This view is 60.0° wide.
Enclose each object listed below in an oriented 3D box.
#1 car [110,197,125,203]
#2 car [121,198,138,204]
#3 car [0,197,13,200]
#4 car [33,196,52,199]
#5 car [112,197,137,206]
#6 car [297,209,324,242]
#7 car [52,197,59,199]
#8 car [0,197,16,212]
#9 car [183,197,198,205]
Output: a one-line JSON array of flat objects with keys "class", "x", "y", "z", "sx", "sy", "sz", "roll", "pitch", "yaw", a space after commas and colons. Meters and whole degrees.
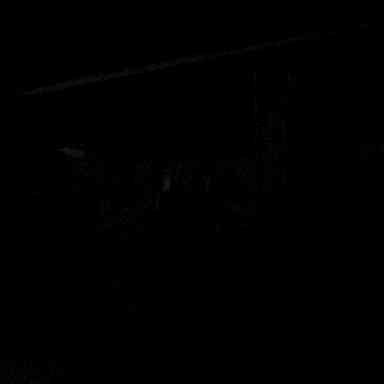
[{"class": "car", "x": -19.292, "y": 2.139, "z": 86.339, "sx": 3.633, "sy": 1.501, "sz": 1.845, "roll": -1, "pitch": 0, "yaw": 35}, {"class": "car", "x": -14.930, "y": 2.089, "z": 79.637, "sx": 3.806, "sy": 1.475, "sz": 1.970, "roll": -1, "pitch": 0, "yaw": 35}, {"class": "car", "x": -21.788, "y": 1.595, "z": 38.356, "sx": 3.866, "sy": 1.878, "sz": 1.905, "roll": -1, "pitch": 0, "yaw": 35}, {"class": "car", "x": -31.414, "y": 1.811, "z": 68.594, "sx": 3.866, "sy": 1.878, "sz": 1.905, "roll": -1, "pitch": 0, "yaw": 35}, {"class": "car", "x": -12.824, "y": 1.926, "z": 63.506, "sx": 3.633, "sy": 1.501, "sz": 1.845, "roll": -1, "pitch": 0, "yaw": 35}, {"class": "car", "x": 5.729, "y": 1.740, "z": 18.373, "sx": 2.242, "sy": 1.667, "sz": 4.611, "roll": -1, "pitch": 0, "yaw": 35}, {"class": "car", "x": -30.082, "y": 1.839, "z": 71.209, "sx": 4.605, "sy": 1.855, "sz": 1.932, "roll": -1, "pitch": 0, "yaw": 35}, {"class": "car", "x": -26.339, "y": 1.679, "z": 45.566, "sx": 4.605, "sy": 1.855, "sz": 1.932, "roll": -1, "pitch": 0, "yaw": 35}, {"class": "car", "x": 0.263, "y": 1.894, "z": 68.793, "sx": 5.027, "sy": 1.636, "sz": 2.152, "roll": -1, "pitch": 0, "yaw": 35}]
